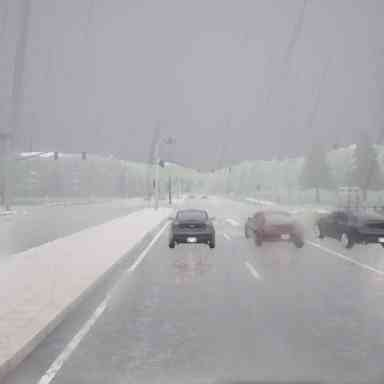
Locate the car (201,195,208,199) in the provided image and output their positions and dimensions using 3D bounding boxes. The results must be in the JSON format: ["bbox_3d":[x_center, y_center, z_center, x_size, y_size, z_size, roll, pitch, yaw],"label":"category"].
[{"bbox_3d":[3.500,1.431,95.046,1.895,1.301,4.718,0,0,0],"label":"car"}]

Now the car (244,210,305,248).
[{"bbox_3d":[3.500,1.531,14.650,1.812,1.442,4.674,0,0,0],"label":"car"}]

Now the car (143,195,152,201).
[{"bbox_3d":[-11.500,1.473,86.278,1.882,1.535,5.008,0,0,0],"label":"car"}]

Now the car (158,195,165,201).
[{"bbox_3d":[-8.000,1.520,86.286,2.128,1.511,4.902,0,0,0],"label":"car"}]

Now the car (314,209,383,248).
[{"bbox_3d":[7.000,1.515,14.650,1.837,1.490,4.892,0,0,0],"label":"car"}]

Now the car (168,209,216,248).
[{"bbox_3d":[0.000,1.514,14.650,1.837,1.490,4.892,0,0,0],"label":"car"}]

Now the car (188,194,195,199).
[{"bbox_3d":[0.000,1.388,95.014,1.994,1.385,4.181,0,0,0],"label":"car"}]
